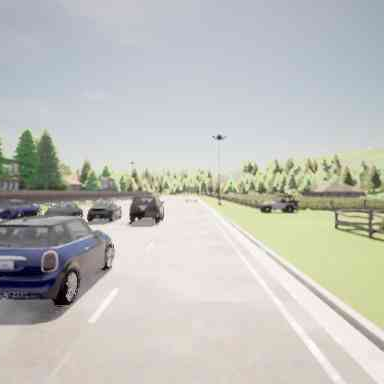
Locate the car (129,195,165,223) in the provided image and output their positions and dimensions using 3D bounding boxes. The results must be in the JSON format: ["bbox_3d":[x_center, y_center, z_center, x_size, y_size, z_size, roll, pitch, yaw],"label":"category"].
[{"bbox_3d":[-3.404,1.259,25.746,2.150,2.045,5.566,0,0,0],"label":"car"}]

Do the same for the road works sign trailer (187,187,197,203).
[{"bbox_3d":[0.005,0.572,75.381,2.380,3.560,2.880,0,0,0],"label":"road works sign trailer"}]

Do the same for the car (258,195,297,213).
[{"bbox_3d":[8.924,1.263,34.584,3.866,1.878,1.905,0,0,0],"label":"car"}]

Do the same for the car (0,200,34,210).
[{"bbox_3d":[-13.906,1.389,26.468,2.097,1.767,4.553,0,0,0],"label":"car"}]

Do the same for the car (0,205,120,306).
[{"bbox_3d":[-3.416,1.363,8.232,2.097,1.767,4.553,0,0,0],"label":"car"}]

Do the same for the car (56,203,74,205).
[{"bbox_3d":[-10.405,1.603,27.340,1.994,1.385,4.181,0,0,0],"label":"car"}]

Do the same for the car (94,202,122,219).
[{"bbox_3d":[-6.905,1.543,26.763,1.837,1.490,4.892,0,0,0],"label":"car"}]
